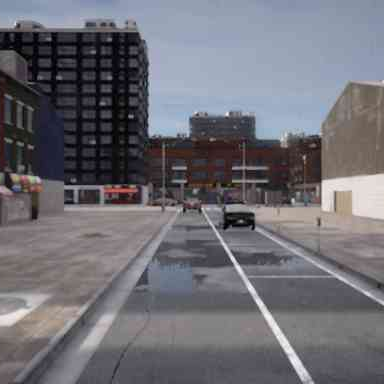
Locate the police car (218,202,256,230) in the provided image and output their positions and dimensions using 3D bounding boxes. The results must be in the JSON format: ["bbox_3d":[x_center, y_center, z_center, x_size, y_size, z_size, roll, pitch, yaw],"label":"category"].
[{"bbox_3d":[2.747,1.433,21.171,1.930,1.638,5.238,0,0,0],"label":"police car"}]

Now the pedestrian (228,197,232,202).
[{"bbox_3d":[2.747,1.303,24.186,0.375,1.860,0.375,0,0,0],"label":"pedestrian"}]

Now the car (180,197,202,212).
[{"bbox_3d":[0.013,1.376,38.418,2.097,1.767,4.553,0,0,0],"label":"car"}]

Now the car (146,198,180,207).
[{"bbox_3d":[-4.502,1.597,52.027,5.357,1.411,2.033,0,0,14],"label":"car"}]
